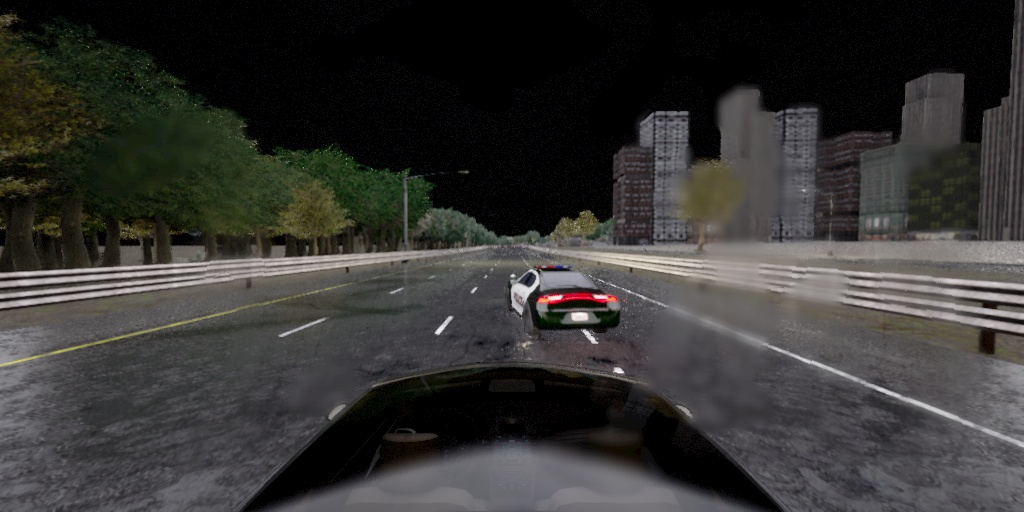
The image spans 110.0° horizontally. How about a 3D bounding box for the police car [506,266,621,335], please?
[{"bbox_3d":[1.036,1.041,9.887,2.038,1.542,4.974,0,1,-9],"label":"police car"}]
